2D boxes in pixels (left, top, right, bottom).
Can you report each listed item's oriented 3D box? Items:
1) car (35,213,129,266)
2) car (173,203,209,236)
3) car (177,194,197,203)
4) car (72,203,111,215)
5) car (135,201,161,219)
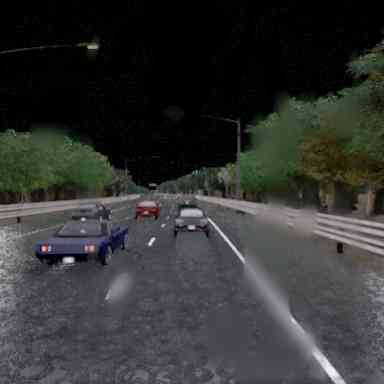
[{"bbox_3d":[-3.458,1.613,11.506,1.895,1.301,4.718,0,0,-1],"label":"car"},{"bbox_3d":[-0.049,1.545,18.373,1.812,1.442,4.674,0,0,-1],"label":"car"},{"bbox_3d":[-0.606,1.266,39.298,2.150,2.045,5.566,0,0,-2],"label":"car"},{"bbox_3d":[-7.160,1.531,24.020,1.837,1.490,4.892,0,0,-1],"label":"car"},{"bbox_3d":[-3.790,1.510,29.324,1.882,1.535,5.008,0,0,-2],"label":"car"}]
